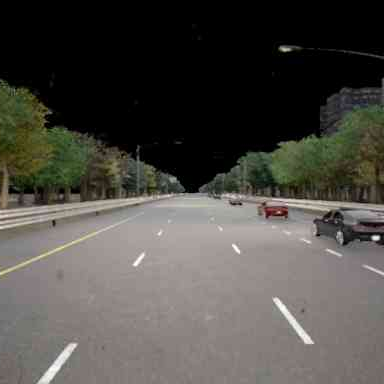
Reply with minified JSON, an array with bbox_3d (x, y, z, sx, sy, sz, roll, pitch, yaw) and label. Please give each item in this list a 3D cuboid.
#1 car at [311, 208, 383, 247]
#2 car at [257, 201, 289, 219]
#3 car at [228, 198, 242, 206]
[{"bbox_3d":[7.003,1.507,15.089,1.837,1.490,4.892,0,0,0],"label":"car"},{"bbox_3d":[7.003,1.499,29.253,1.882,1.535,5.008,0,0,0],"label":"car"},{"bbox_3d":[7.042,1.632,54.687,1.895,1.301,4.718,0,0,0],"label":"car"}]
